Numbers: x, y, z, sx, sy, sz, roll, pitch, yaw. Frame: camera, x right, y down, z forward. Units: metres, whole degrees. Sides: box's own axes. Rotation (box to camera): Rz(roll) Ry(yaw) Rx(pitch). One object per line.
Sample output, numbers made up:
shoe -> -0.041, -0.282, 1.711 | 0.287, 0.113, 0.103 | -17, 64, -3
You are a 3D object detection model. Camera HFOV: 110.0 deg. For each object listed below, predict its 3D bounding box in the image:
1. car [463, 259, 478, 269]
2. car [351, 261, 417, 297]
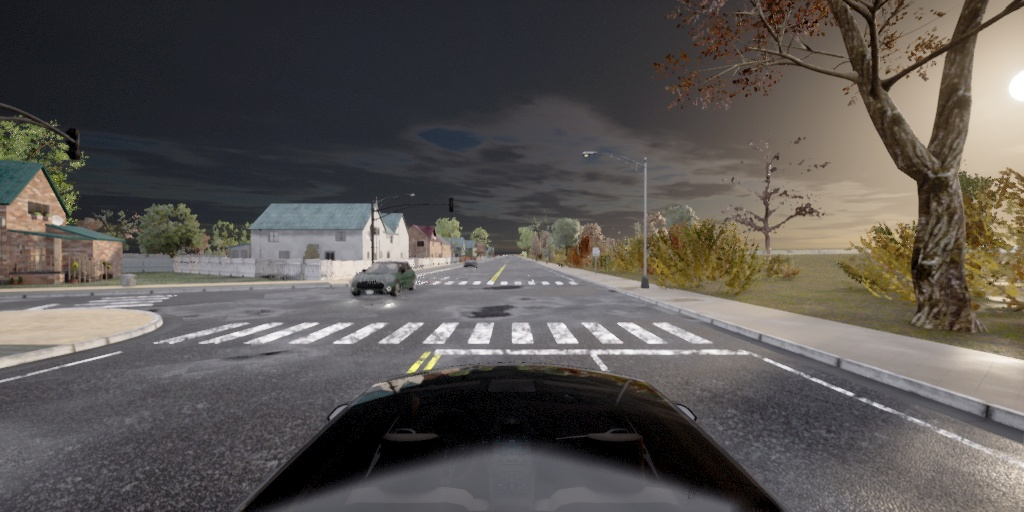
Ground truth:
car -> -6.370, 1.241, 55.687 | 2.033, 1.411, 5.357 | 0, 0, 0
car -> -6.450, 1.048, 18.510 | 2.097, 1.767, 4.553 | 1, 0, 0
